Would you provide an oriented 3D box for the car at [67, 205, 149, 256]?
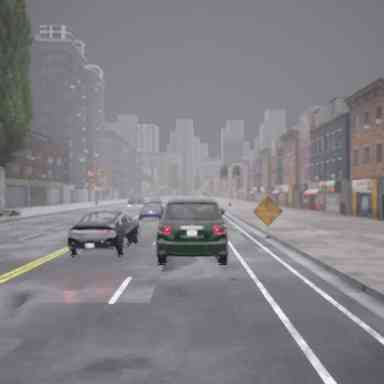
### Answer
[{"bbox_3d":[-3.205,1.475,12.931,2.128,1.511,4.902,0,0,1],"label":"car"}]

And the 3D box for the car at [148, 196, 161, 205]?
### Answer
[{"bbox_3d":[-6.550,1.504,58.649,1.837,1.490,4.892,0,0,0],"label":"car"}]

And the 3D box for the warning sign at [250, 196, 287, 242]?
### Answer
[{"bbox_3d":[3.220,1.097,14.143,1.300,1.860,1.060,0,0,0],"label":"warning sign"}]

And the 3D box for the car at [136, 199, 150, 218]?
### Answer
[{"bbox_3d":[-3.204,1.536,28.005,1.994,1.385,4.181,0,0,1],"label":"car"}]

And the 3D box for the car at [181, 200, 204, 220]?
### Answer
[{"bbox_3d":[0.050,1.496,28.568,1.812,1.442,4.674,0,0,1],"label":"car"}]

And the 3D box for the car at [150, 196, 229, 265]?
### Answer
[{"bbox_3d":[0.031,1.207,11.809,2.150,2.045,5.566,0,0,1],"label":"car"}]

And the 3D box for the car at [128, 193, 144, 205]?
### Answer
[{"bbox_3d":[-9.794,1.220,58.421,2.150,2.045,5.566,0,0,1],"label":"car"}]
